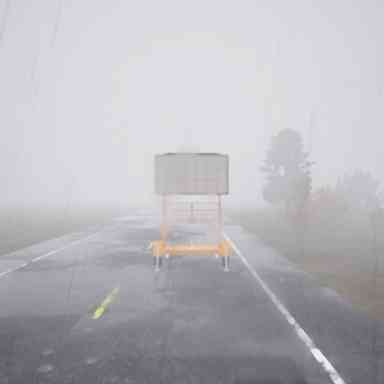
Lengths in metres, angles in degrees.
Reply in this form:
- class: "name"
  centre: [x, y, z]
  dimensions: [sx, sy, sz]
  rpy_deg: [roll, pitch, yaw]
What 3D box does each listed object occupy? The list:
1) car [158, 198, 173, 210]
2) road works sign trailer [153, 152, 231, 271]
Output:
- class: "car"
  centre: [-3.590, 1.640, 45.987]
  dimensions: [1.837, 1.490, 4.892]
  rpy_deg: [0, 0, 0]
- class: "road works sign trailer"
  centre: [-0.001, 0.492, 11.004]
  dimensions: [2.380, 3.560, 2.880]
  rpy_deg: [0, 0, 0]
